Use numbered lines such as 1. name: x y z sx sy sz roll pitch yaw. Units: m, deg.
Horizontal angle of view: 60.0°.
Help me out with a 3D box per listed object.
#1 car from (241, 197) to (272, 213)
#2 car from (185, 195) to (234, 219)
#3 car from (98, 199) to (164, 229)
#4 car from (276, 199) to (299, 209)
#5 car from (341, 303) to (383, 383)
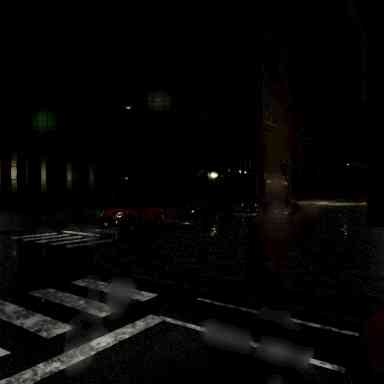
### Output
1. car: 7.390 1.399 37.716 2.097 1.767 4.553 0 0 36
2. car: 1.686 1.257 29.801 2.150 2.045 5.566 0 0 36
3. car: -3.920 1.377 21.976 2.097 1.767 4.553 0 0 35
4. car: 13.124 1.624 45.650 1.994 1.385 4.181 0 0 36
5. car: 3.534 1.221 1.168 5.566 2.045 2.150 0 0 36
